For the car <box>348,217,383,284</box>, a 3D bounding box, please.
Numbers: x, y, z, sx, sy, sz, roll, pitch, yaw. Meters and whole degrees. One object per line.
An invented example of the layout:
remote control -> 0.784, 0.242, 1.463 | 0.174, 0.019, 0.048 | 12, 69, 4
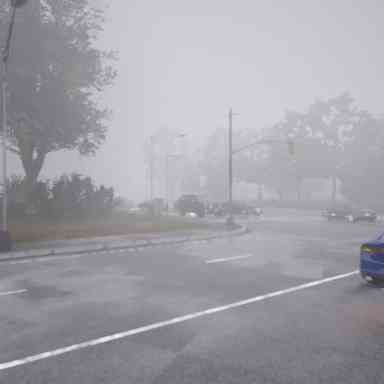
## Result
car -> 6.127, 1.474, 8.372 | 5.008, 1.535, 1.882 | 0, 0, -38

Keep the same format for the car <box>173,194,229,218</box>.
car -> 0.691, 1.213, 30.973 | 2.150, 2.045, 5.566 | 0, 0, -31

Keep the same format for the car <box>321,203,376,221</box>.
car -> 11.815, 1.554, 25.420 | 1.994, 1.385, 4.181 | 0, 0, -16

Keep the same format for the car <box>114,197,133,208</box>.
car -> -10.010, 1.437, 47.574 | 2.128, 1.511, 4.902 | 0, 0, -34

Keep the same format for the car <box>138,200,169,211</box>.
car -> -4.568, 1.581, 39.202 | 1.895, 1.301, 4.718 | 0, 0, -33

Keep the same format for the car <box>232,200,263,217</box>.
car -> 4.561, 1.482, 31.370 | 2.128, 1.511, 4.902 | 0, 0, -33

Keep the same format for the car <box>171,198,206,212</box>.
car -> -0.490, 1.487, 39.316 | 1.837, 1.490, 4.892 | 0, 0, -32
